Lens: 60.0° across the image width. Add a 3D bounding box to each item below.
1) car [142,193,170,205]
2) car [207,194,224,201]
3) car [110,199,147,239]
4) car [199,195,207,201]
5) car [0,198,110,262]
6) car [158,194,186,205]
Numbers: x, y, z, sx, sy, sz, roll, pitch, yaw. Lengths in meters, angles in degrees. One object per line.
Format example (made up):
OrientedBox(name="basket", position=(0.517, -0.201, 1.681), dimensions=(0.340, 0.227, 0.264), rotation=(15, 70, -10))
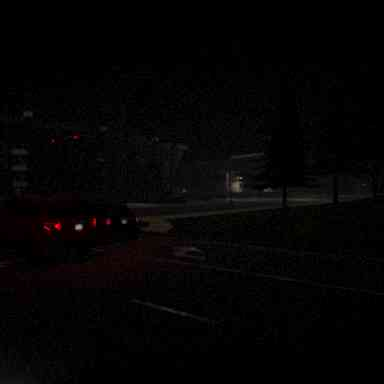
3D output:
OrientedBox(name="car", position=(-6.104, 1.217, 61.476), dimensions=(2.150, 2.045, 5.566), rotation=(0, 0, 36))
OrientedBox(name="car", position=(5.904, 1.110, 72.417), dimensions=(1.837, 1.490, 4.892), rotation=(0, 0, 35))
OrientedBox(name="car", position=(-4.582, 1.350, 16.107), dimensions=(4.553, 1.767, 2.097), rotation=(0, 0, 41))
OrientedBox(name="car", position=(2.928, 1.480, 74.269), dimensions=(1.837, 1.490, 4.892), rotation=(0, 0, 35))
OrientedBox(name="car", position=(-5.848, 1.221, 12.386), dimensions=(5.566, 2.045, 2.150), rotation=(0, 0, 36))
OrientedBox(name="car", position=(-3.183, 1.544, 59.572), dimensions=(2.033, 1.411, 5.357), rotation=(0, 0, 36))
